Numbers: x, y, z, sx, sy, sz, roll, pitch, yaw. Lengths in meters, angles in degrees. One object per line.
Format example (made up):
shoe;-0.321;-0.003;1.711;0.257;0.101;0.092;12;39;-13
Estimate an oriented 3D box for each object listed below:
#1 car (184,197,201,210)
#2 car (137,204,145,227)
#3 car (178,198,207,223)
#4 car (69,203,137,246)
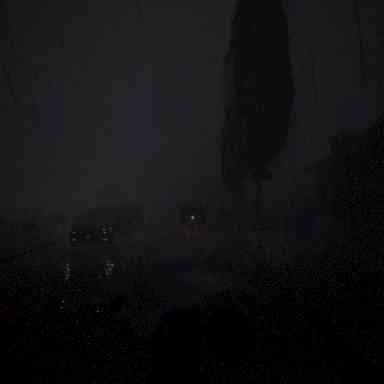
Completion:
car;0.054;1.462;42.993;2.128;1.511;4.902;0;0;0
car;-4.072;1.491;20.309;1.837;1.490;4.892;0;0;1
car;0.051;1.489;25.248;1.837;1.490;4.892;0;0;0
car;-4.010;1.467;15.306;1.882;1.535;5.008;0;0;0
